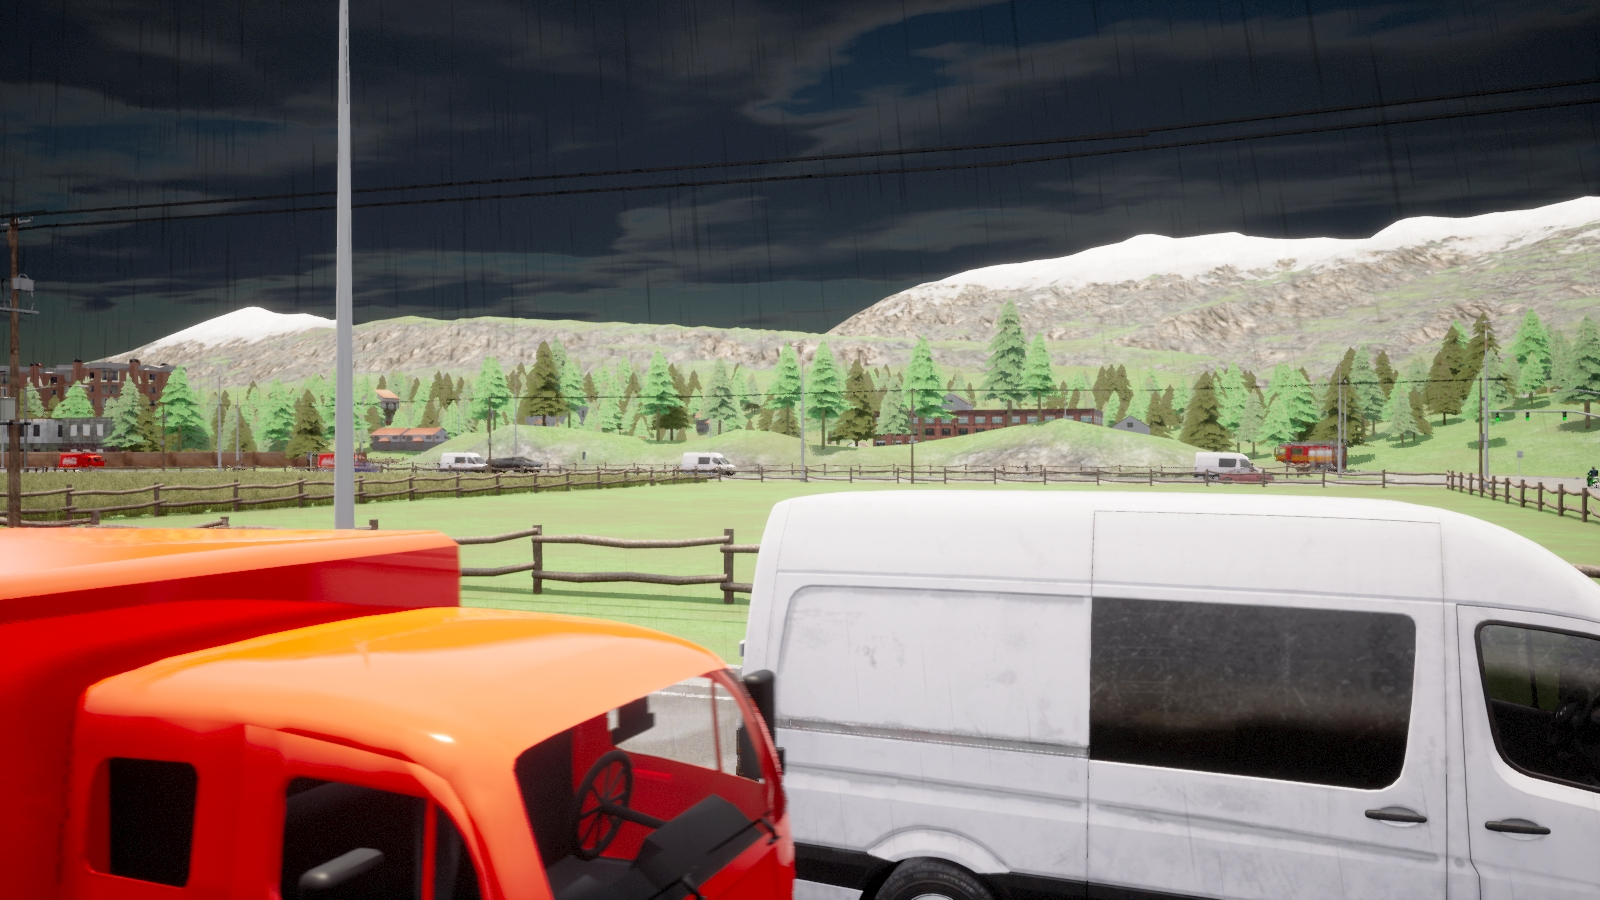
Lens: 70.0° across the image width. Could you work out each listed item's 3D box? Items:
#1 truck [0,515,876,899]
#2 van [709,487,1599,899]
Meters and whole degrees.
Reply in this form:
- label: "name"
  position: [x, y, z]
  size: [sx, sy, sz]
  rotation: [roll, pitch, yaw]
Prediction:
- label: "truck"
  position: [-2.596, 1.580, 4.393]
  size: [5.204, 2.467, 2.627]
  rotation: [-1, 0, 22]
- label: "van"
  position: [2.633, 1.535, 6.060]
  size: [5.915, 2.561, 1.988]
  rotation: [0, 0, 20]
